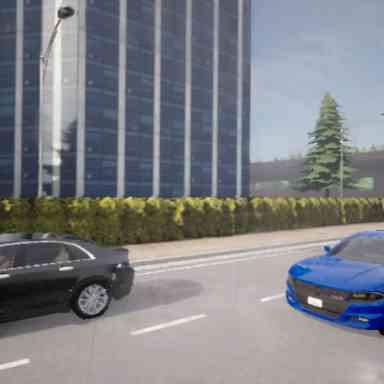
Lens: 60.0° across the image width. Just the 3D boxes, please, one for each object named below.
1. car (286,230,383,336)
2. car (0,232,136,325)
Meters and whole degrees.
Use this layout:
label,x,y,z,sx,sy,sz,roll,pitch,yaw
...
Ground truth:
label,x,y,z,sx,sy,sz,roll,pitch,yaw
car,4.045,1.569,6.891,5.008,1.535,1.882,1,-1,-36
car,-3.408,1.514,5.856,4.892,1.490,1.837,1,-1,-36
